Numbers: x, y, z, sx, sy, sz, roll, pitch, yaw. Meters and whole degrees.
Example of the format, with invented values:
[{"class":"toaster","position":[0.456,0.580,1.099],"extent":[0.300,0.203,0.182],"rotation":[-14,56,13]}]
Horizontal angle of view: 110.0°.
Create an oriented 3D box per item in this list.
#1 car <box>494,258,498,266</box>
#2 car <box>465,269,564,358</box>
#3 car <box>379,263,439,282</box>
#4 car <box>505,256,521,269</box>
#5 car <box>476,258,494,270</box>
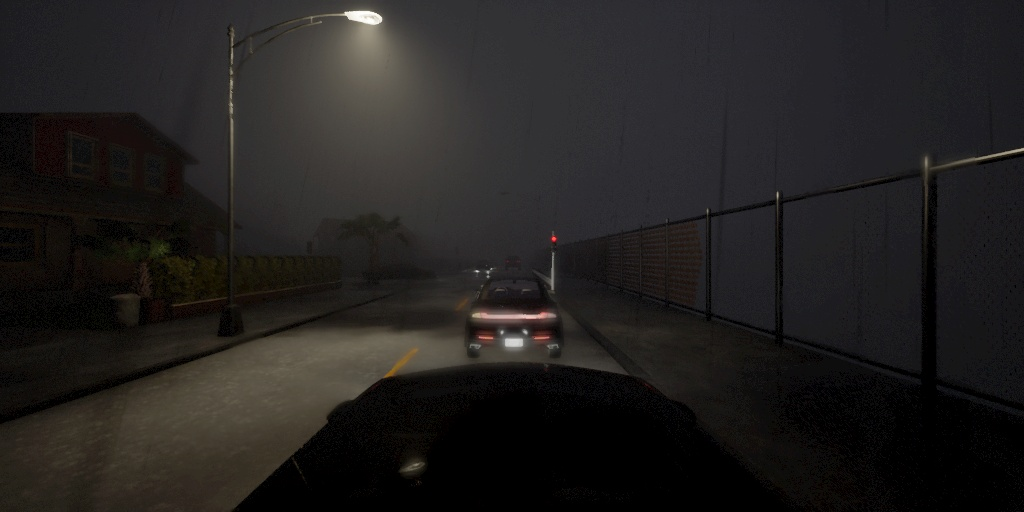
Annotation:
[{"class":"car","position":[-4.072,1.297,61.697],"extent":[2.033,1.411,5.357],"rotation":[0,0,0]},{"class":"car","position":[0.055,1.242,8.445],"extent":[2.128,1.511,4.902],"rotation":[0,0,0]},{"class":"car","position":[-8.712,1.297,29.000],"extent":[5.357,1.411,2.033],"rotation":[0,0,-6]},{"class":"car","position":[0.132,0.971,53.357],"extent":[2.150,2.045,5.566],"rotation":[0,0,0]},{"class":"car","position":[-4.092,1.255,51.831],"extent":[1.837,1.490,4.892],"rotation":[0,0,0]}]
